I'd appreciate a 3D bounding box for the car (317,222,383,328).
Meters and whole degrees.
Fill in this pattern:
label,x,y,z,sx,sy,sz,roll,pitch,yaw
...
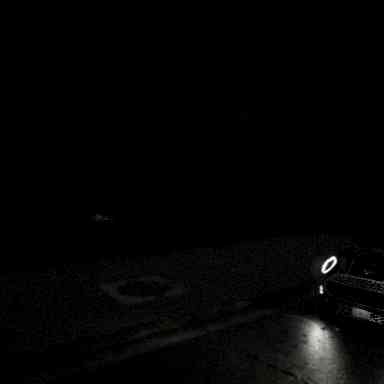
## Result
label,x,y,z,sx,sy,sz,roll,pitch,yaw
car,4.526,1.347,6.606,4.553,1.767,2.097,0,0,-35
